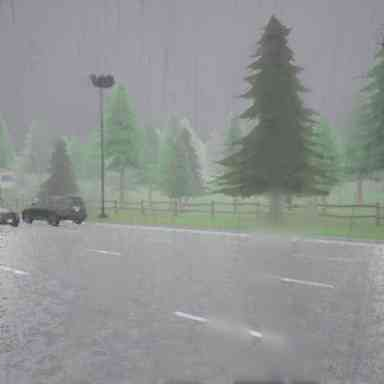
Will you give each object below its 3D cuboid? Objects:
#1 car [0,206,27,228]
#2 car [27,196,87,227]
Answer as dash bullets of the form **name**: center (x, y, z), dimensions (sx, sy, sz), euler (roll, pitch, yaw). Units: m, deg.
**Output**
- **car**: center (-13.158, 1.633, 21.923), dimensions (4.674, 1.442, 1.812), euler (0, 0, 35)
- **car**: center (-9.928, 1.322, 23.939), dimensions (5.566, 2.045, 2.150), euler (0, 0, 35)
